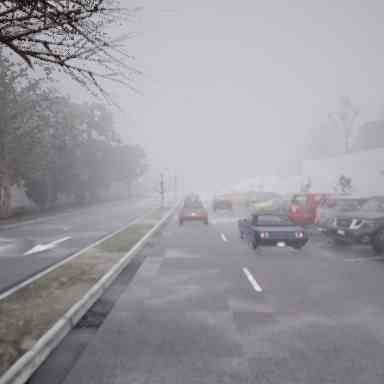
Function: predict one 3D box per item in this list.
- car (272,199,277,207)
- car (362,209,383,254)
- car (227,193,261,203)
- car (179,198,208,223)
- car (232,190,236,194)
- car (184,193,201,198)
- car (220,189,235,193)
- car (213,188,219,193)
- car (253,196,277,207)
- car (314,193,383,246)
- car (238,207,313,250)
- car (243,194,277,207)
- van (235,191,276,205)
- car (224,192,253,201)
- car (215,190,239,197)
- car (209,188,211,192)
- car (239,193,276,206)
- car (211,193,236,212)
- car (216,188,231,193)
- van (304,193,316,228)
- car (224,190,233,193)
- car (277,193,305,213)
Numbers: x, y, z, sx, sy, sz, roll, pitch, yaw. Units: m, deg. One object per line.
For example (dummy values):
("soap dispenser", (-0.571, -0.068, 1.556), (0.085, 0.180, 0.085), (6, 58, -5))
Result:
("car", (8.062, 1.378, 22.077), (4.674, 1.452, 2.002), (1, 0, -20))
("car", (8.062, 1.424, 10.140), (4.892, 1.521, 2.231), (1, 0, -20))
("car", (8.085, 0.890, 51.930), (4.792, 1.488, 2.163), (0, 1, -20))
("car", (0.095, 1.398, 23.616), (1.994, 1.385, 4.181), (0, 1, 0))
("car", (8.033, 0.921, 42.958), (4.553, 1.767, 2.185), (0, 1, -20))
("car", (0.091, 0.936, 41.397), (2.097, 1.767, 4.553), (0, 1, 0))
("car", (7.885, 0.793, 54.833), (5.366, 1.575, 1.946), (0, 1, -20))
("car", (8.085, 0.267, 69.817), (5.566, 2.045, 2.435), (0, 1, -20))
("car", (8.037, 1.308, 28.033), (4.792, 1.488, 2.163), (1, 1, -20))
("car", (8.046, 1.152, 13.107), (5.566, 2.045, 2.435), (1, 1, -20))
("car", (3.097, 1.510, 13.758), (1.895, 1.301, 4.718), (0, 0, 0))
("car", (7.891, 1.237, 30.960), (5.366, 1.575, 1.946), (1, 1, -20))
("van", (7.956, 0.878, 39.929), (4.442, 1.987, 1.878), (0, 2, -20))
("car", (8.053, 0.777, 57.882), (4.674, 1.452, 2.002), (0, 1, -20))
("car", (8.047, 0.425, 75.771), (4.892, 1.521, 2.231), (0, 1, -20))
("car", (7.879, 0.245, 87.632), (5.366, 1.575, 1.946), (0, 1, -20))
("car", (8.057, 1.193, 37.002), (4.674, 1.452, 2.002), (0, 1, -20))
("car", (3.092, 1.175, 34.844), (1.882, 1.535, 5.008), (0, 1, 0))
("car", (8.066, 0.572, 66.821), (4.892, 1.521, 2.231), (0, 1, -20))
("van", (7.961, 1.157, 16.060), (4.442, 1.987, 1.878), (1, 1, -20))
("car", (7.886, 0.921, 48.868), (5.366, 1.575, 1.946), (0, 2, -20))
("car", (8.095, 1.112, 19.103), (5.566, 2.045, 2.435), (1, 0, -20))
